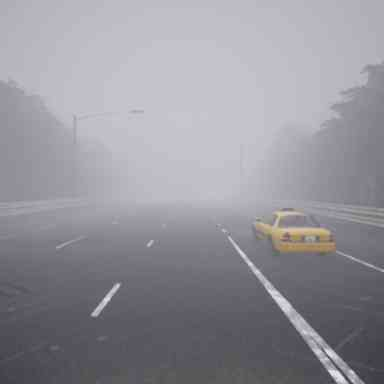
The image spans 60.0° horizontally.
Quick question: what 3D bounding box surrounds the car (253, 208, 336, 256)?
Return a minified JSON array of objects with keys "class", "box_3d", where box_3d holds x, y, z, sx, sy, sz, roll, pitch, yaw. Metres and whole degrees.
[{"class":"car","box_3d":[3.549,1.374,12.606,1.801,1.575,5.366,0,0,-1]}]
